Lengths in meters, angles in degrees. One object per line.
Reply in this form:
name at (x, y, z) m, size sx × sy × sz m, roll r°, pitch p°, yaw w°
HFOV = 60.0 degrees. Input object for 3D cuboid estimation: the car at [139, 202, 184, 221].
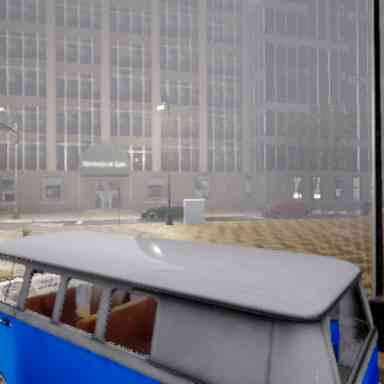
car at (-1.884, 1.416, 25.198) m, size 4.181 × 1.385 × 1.994 m, roll -1°, pitch 0°, yaw -14°

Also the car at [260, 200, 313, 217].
car at (7.833, 1.332, 27.609) m, size 4.181 × 1.385 × 1.994 m, roll 0°, pitch 0°, yaw -14°

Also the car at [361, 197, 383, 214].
car at (17.696, 1.195, 30.037) m, size 4.892 × 1.490 × 1.837 m, roll 0°, pitch 0°, yaw -14°

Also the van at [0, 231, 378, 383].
van at (-0.478, 1.345, 3.068) m, size 3.998 × 1.788 × 1.690 m, roll 0°, pitch 0°, yaw 35°
